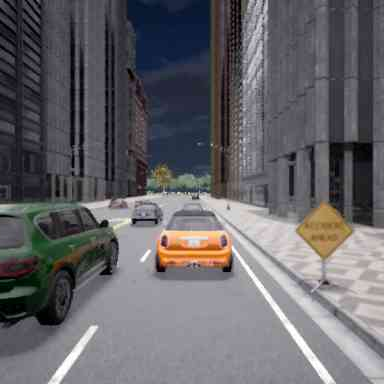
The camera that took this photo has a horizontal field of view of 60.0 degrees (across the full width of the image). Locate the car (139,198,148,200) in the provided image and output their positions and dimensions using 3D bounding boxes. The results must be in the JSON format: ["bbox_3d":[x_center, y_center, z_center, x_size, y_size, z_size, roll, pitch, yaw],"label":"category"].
[{"bbox_3d":[-6.593,1.564,44.979,1.994,1.385,4.181,0,0,0],"label":"car"}]

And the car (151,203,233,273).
[{"bbox_3d":[0.067,1.349,10.809,2.097,1.767,4.553,0,0,0],"label":"car"}]

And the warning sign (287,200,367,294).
[{"bbox_3d":[2.850,1.114,7.184,1.300,1.860,1.060,0,0,0],"label":"warning sign"}]

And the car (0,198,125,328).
[{"bbox_3d":[-3.210,1.222,7.197,2.150,2.045,5.566,0,0,1],"label":"car"}]

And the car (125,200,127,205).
[{"bbox_3d":[-9.843,1.525,44.529,1.812,1.442,4.674,0,0,0],"label":"car"}]

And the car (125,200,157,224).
[{"bbox_3d":[-3.188,1.546,24.466,2.033,1.411,5.357,0,0,0],"label":"car"}]

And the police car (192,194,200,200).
[{"bbox_3d":[0.960,1.412,87.294,1.930,1.638,5.238,0,0,0],"label":"police car"}]
